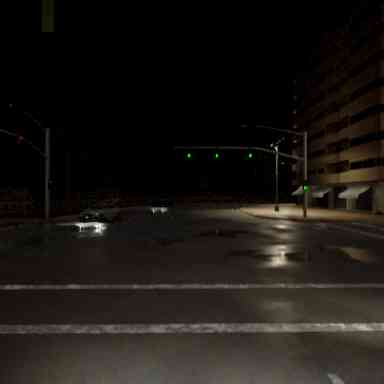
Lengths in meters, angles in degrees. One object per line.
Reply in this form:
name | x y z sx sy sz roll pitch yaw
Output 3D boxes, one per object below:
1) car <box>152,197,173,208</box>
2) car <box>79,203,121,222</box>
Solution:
car | -4.711 1.598 53.873 2.097 1.767 4.553 0 0 18
car | -7.660 1.679 28.368 1.812 1.442 4.674 1 1 15
